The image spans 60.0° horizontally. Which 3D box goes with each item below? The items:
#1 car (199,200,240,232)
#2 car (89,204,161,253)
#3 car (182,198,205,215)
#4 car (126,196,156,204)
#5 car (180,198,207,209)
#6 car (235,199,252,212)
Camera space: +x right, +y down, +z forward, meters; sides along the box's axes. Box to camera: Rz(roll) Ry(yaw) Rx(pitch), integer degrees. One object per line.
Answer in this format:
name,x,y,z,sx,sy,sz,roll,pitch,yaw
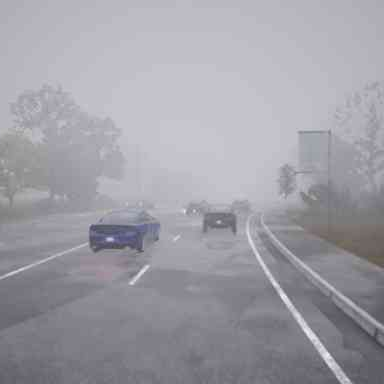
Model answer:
car,1.812,1.471,20.385,1.882,1.535,5.008,0,0,8
car,-2.569,1.460,13.773,1.882,1.535,5.008,0,0,5
car,0.752,1.483,33.115,1.837,1.490,4.892,0,0,13
car,-5.675,1.297,36.977,2.097,1.767,4.553,0,0,15
car,0.273,1.510,45.052,2.033,1.411,5.357,0,0,18
car,5.669,1.488,38.073,2.128,1.511,4.902,0,0,16
